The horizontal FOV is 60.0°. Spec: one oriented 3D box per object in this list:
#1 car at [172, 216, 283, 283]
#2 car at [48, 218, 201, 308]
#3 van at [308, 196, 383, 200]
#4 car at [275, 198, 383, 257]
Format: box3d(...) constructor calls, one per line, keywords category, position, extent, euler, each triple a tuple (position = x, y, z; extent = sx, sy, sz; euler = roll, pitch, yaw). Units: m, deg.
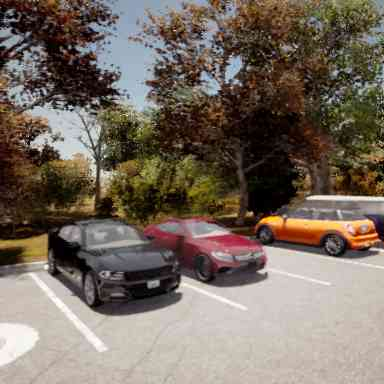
box3d(category="car", position=(0.101, 1.480, 9.885), extent=(2.002, 1.452, 4.674), euler=(0, 0, -36))
box3d(category="car", position=(-2.169, 1.456, 8.268), extent=(2.097, 1.535, 5.008), euler=(-1, 0, -35))
box3d(category="van", position=(6.827, 1.180, 14.831), extent=(1.878, 1.987, 4.442), euler=(0, 0, -36))
box3d(category="car", position=(4.651, 1.289, 13.094), extent=(2.185, 1.767, 4.553), euler=(0, 0, -36))
